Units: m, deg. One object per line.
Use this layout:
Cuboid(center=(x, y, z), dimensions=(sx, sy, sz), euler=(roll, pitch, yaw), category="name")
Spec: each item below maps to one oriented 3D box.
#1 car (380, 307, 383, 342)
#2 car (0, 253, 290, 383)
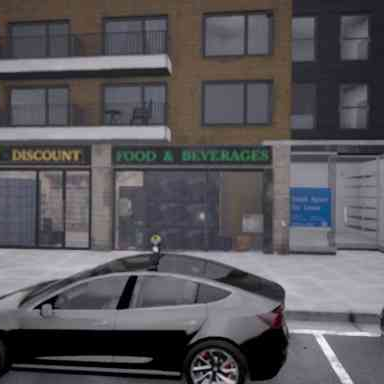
Cuboid(center=(4.647, 1.566, 3.897), dimensions=(4.313, 1.339, 1.947), euler=(0, 1, 6), category="car")
Cuboid(center=(-0.905, 1.566, 4.513), dimensions=(4.313, 1.339, 1.947), euler=(0, 1, 6), category="car")
